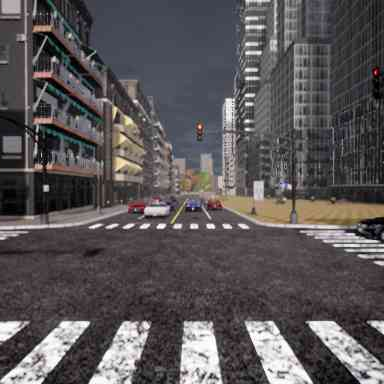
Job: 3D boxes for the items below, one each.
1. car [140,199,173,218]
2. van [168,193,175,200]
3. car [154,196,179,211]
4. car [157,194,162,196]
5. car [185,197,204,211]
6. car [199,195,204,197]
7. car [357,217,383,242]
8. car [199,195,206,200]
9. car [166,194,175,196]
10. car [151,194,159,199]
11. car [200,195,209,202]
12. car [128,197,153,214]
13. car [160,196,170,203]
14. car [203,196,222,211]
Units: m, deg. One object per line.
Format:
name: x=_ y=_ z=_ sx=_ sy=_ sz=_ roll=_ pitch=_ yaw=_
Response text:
car: x=-3.058 y=1.583 z=29.501 sx=1.895 sy=1.301 sz=4.718 roll=0 pitch=0 yaw=0
van: x=-5.574 y=1.306 z=91.940 sx=1.690 sy=1.788 sz=3.998 roll=-1 pitch=0 yaw=0
car: x=-3.032 y=1.541 z=39.561 sx=1.994 sy=1.385 sz=4.181 roll=0 pitch=0 yaw=1
car: x=-5.630 y=1.287 z=52.399 sx=2.192 sy=1.841 sz=5.009 roll=-1 pitch=0 yaw=0
car: x=0.163 y=1.577 z=39.873 sx=1.895 sy=1.301 sz=4.718 roll=0 pitch=0 yaw=0
car: x=2.736 y=1.520 z=63.741 sx=2.008 sy=1.369 sz=4.403 roll=-1 pitch=0 yaw=0
car: x=10.024 y=1.464 z=15.043 sx=4.674 sy=1.442 sz=1.812 roll=0 pitch=1 yaw=4
car: x=2.776 y=1.490 z=92.157 sx=1.752 sy=1.417 sz=4.829 roll=-1 pitch=0 yaw=0
car: x=-3.011 y=1.472 z=52.006 sx=1.837 sy=1.490 sz=4.892 roll=0 pitch=2 yaw=0
car: x=-5.645 y=1.416 z=41.100 sx=1.967 sy=1.590 sz=4.097 roll=-1 pitch=0 yaw=0
car: x=2.752 y=1.512 z=75.040 sx=1.887 sy=1.381 sz=4.507 roll=-1 pitch=0 yaw=0
car: x=-5.651 y=1.523 z=35.451 sx=1.887 sy=1.381 sz=4.507 roll=-1 pitch=0 yaw=0
car: x=-5.603 y=1.550 z=69.345 sx=1.802 sy=1.307 sz=4.206 roll=-1 pitch=0 yaw=0
car: x=2.704 y=1.521 z=41.146 sx=1.887 sy=1.381 sz=4.507 roll=-1 pitch=0 yaw=0
